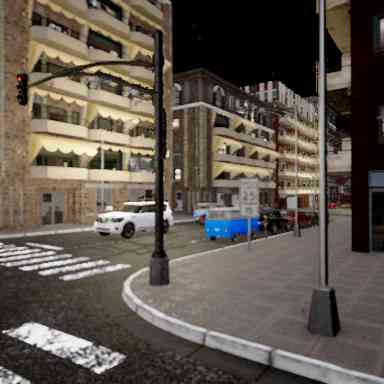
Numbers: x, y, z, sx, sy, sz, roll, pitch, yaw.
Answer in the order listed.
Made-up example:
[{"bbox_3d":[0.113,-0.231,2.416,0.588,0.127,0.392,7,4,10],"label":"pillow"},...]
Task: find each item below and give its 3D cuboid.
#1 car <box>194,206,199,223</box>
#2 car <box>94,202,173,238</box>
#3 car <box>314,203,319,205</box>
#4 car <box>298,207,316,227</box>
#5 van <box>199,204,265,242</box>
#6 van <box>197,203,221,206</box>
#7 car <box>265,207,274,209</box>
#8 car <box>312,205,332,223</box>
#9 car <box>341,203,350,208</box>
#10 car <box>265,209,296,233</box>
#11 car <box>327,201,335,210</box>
[{"bbox_3d":[2.292,2.161,28.814,1.994,1.385,4.181,0,-1,35],"label":"car"},{"bbox_3d":[-3.433,1.628,20.757,2.150,2.045,5.566,0,-1,34],"label":"car"},{"bbox_3d":[24.143,2.989,64.242,1.802,1.307,4.206,-2,-2,35],"label":"car"},{"bbox_3d":[8.610,2.209,27.803,1.802,1.307,4.206,-2,-2,35],"label":"car"},{"bbox_3d":[2.353,1.754,18.665,1.690,1.788,3.998,-2,-2,35],"label":"van"},{"bbox_3d":[1.761,2.002,32.584,1.690,1.788,3.998,-2,-2,35],"label":"van"},{"bbox_3d":[8.081,2.391,36.991,1.895,1.301,4.718,0,-1,36],"label":"car"},{"bbox_3d":[11.808,2.284,32.328,2.008,1.369,4.403,-2,-2,35],"label":"car"},{"bbox_3d":[40.033,3.475,86.725,1.752,1.417,4.829,-2,-2,35],"label":"car"},{"bbox_3d":[5.414,2.086,23.280,1.947,1.339,4.313,-2,-2,35],"label":"car"},{"bbox_3d":[27.338,2.828,68.773,2.192,1.841,5.009,-2,-2,35],"label":"car"}]
